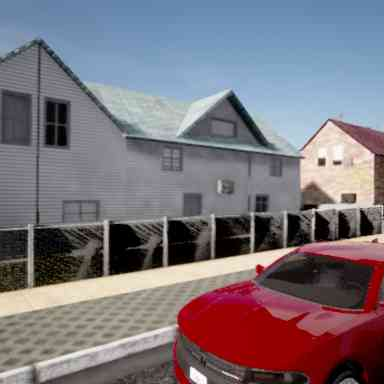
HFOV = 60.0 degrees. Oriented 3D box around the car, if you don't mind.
[{"bbox_3d":[2.095,1.468,4.549,5.008,1.535,1.882,0,0,-35],"label":"car"}]
